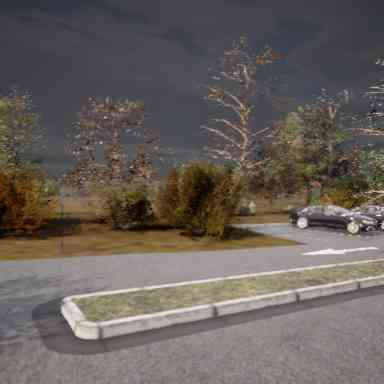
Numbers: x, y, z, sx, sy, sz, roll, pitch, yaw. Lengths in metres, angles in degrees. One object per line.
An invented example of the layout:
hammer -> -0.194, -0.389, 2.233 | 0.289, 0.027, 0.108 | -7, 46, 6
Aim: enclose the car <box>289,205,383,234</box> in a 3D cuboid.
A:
car -> 8.322, 1.546, 19.917 | 4.892, 1.521, 2.231 | 2, 0, 40
